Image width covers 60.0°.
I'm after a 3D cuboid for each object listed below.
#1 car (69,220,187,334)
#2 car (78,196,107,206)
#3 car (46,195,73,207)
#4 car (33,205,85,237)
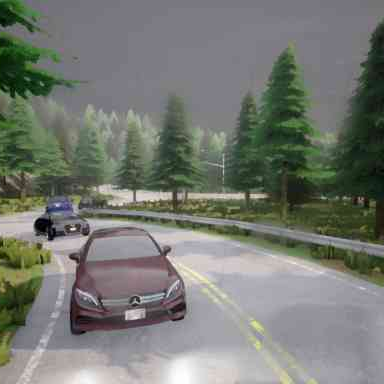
[{"bbox_3d":[-1.510,1.523,7.043,1.812,1.442,4.674,-2,0,-17],"label":"car"},{"bbox_3d":[-12.650,1.289,42.803,2.097,1.767,4.553,2,2,13],"label":"car"},{"bbox_3d":[-12.810,1.326,32.218,2.150,2.045,5.566,-1,0,-18],"label":"car"},{"bbox_3d":[-7.026,1.664,17.750,1.994,1.385,4.181,-4,2,-38],"label":"car"}]
